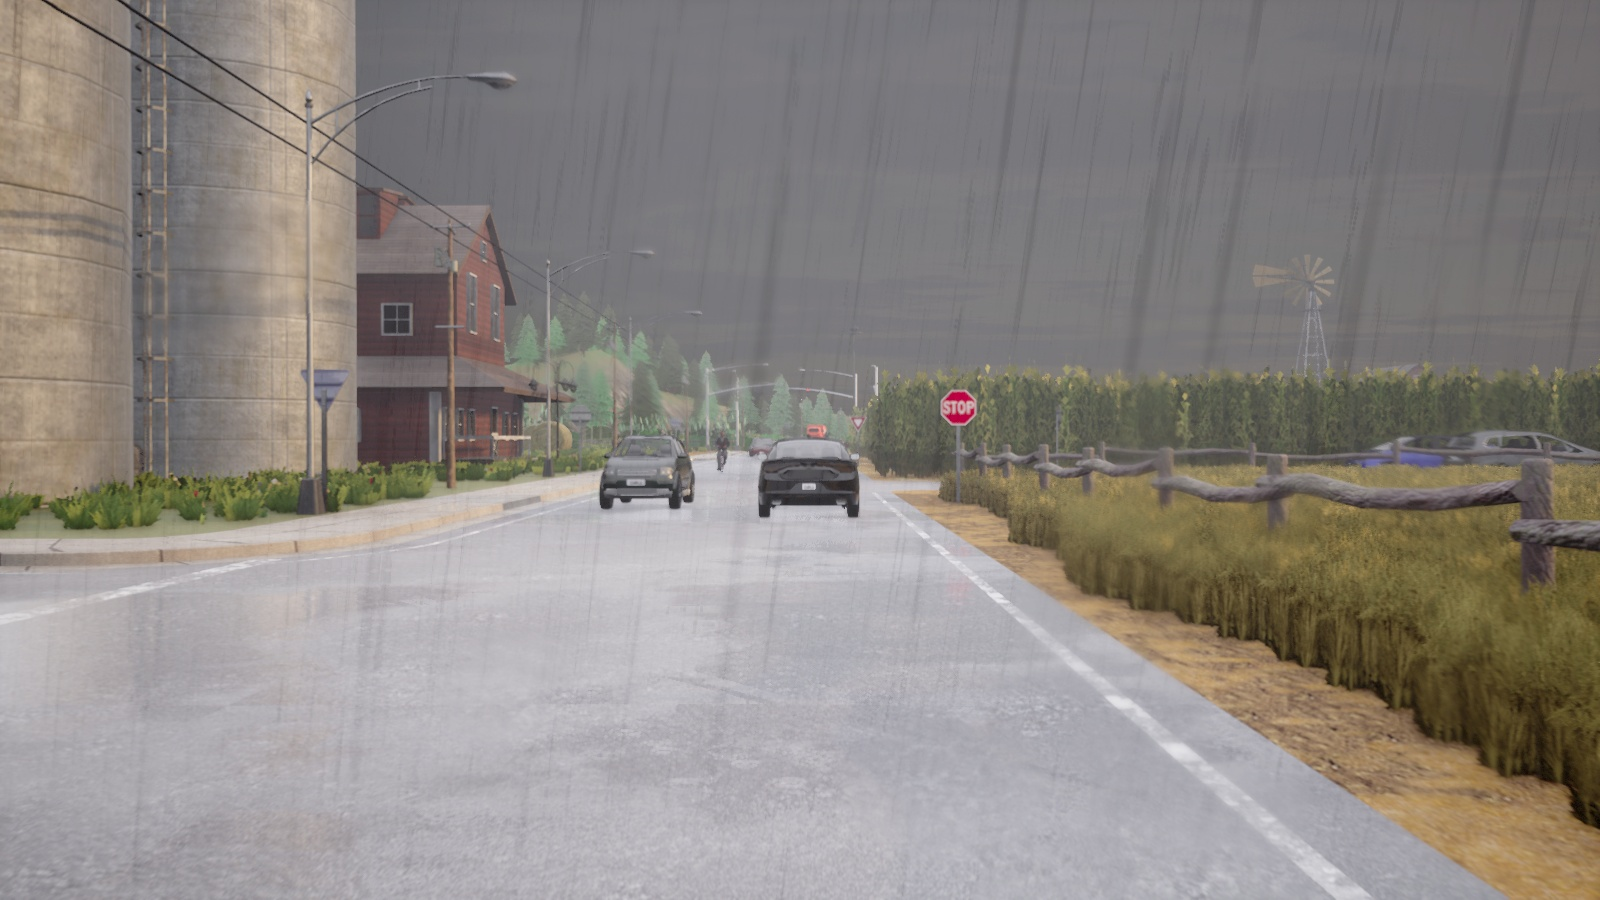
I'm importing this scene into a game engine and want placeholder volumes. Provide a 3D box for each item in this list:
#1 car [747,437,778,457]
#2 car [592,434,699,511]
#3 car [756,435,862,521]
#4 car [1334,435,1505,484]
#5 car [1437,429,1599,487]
[{"bbox_3d":[-2.872,-0.248,96.786,2.163,1.488,4.792,0,1,0],"label":"car"},{"bbox_3d":[-3.284,0.442,27.313,1.789,1.549,3.705,0,1,1],"label":"car"},{"bbox_3d":[0.173,0.468,24.947,1.882,1.535,5.008,0,1,0],"label":"car"},{"bbox_3d":[19.851,0.290,40.369,4.514,1.525,2.007,0,1,1],"label":"car"},{"bbox_3d":[21.771,0.218,37.252,4.611,1.667,2.242,0,1,1],"label":"car"}]
